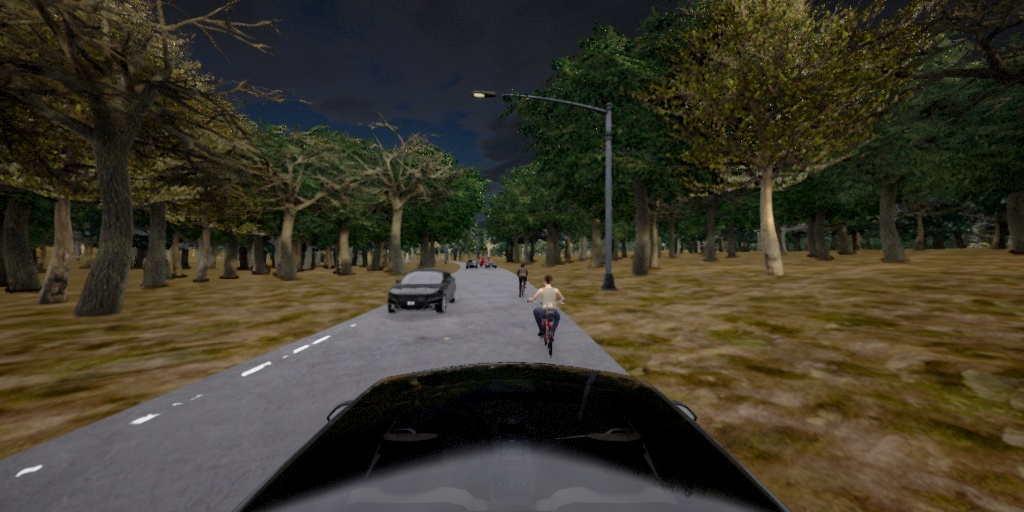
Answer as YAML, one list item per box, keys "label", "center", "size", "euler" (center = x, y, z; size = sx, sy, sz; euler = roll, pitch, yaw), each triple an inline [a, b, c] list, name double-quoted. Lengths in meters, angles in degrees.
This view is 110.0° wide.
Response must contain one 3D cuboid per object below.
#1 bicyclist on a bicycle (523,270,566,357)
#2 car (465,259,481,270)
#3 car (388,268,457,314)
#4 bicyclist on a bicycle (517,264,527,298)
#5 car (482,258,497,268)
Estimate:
- label: "bicyclist on a bicycle"
  center: [0.751, 1.195, 7.586]
  size: [0.866, 1.612, 1.509]
  euler: [0, 0, -1]
- label: "car"
  center: [-6.148, 1.352, 55.236]
  size: [1.837, 1.490, 4.892]
  euler: [0, 0, -6]
- label: "car"
  center: [-3.310, 1.245, 13.994]
  size: [1.882, 1.535, 5.008]
  euler: [0, 0, -2]
- label: "bicyclist on a bicycle"
  center: [0.518, 1.228, 17.436]
  size: [0.582, 1.620, 1.656]
  euler: [0, 0, -2]
- label: "car"
  center: [-3.791, 1.473, 62.418]
  size: [1.895, 1.301, 4.718]
  euler: [0, 0, -7]
